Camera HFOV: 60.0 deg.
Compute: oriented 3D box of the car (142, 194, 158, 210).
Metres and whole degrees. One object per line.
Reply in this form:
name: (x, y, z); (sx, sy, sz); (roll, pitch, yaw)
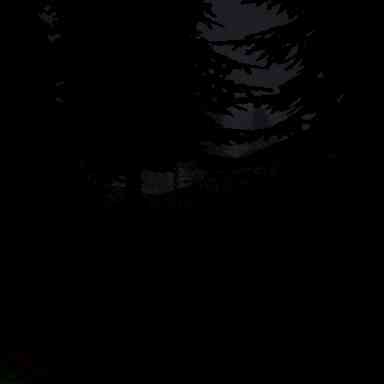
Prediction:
car: (-6.438, 1.206, 39.240); (2.150, 2.045, 5.566); (0, 0, 37)
